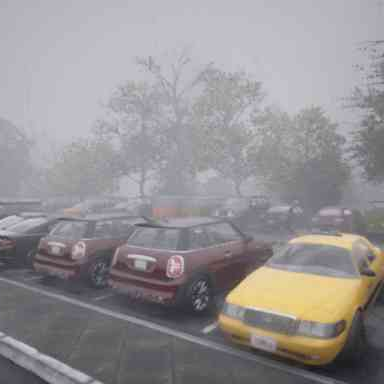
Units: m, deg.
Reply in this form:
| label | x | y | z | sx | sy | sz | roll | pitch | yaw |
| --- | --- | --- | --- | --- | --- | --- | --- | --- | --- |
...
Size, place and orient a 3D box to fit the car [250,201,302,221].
| label | x | y | z | sx | sy | sz | roll | pitch | yaw |
| --- | --- | --- | --- | --- | --- | --- | --- | --- | --- |
| car | 5.749 | 1.506 | 20.187 | 2.097 | 1.535 | 5.008 | 0 | 0 | 36 |

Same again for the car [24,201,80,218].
| label | x | y | z | sx | sy | sz | roll | pitch | yaw |
| --- | --- | --- | --- | --- | --- | --- | --- | --- | --- |
| car | -14.495 | 1.741 | 34.700 | 2.231 | 1.521 | 4.892 | -1 | -1 | 36 |

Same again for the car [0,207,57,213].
| label | x | y | z | sx | sy | sz | roll | pitch | yaw |
| --- | --- | --- | --- | --- | --- | --- | --- | --- | --- |
| car | -6.482 | 1.555 | 12.872 | 2.002 | 1.452 | 4.674 | 0 | 0 | 36 |

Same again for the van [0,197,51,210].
| label | x | y | z | sx | sy | sz | roll | pitch | yaw |
| --- | --- | --- | --- | --- | --- | --- | --- | --- | --- |
| van | -8.808 | 1.293 | 14.392 | 1.878 | 1.987 | 4.442 | 0 | 0 | 36 |

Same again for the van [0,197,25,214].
| label | x | y | z | sx | sy | sz | roll | pitch | yaw |
| --- | --- | --- | --- | --- | --- | --- | --- | --- | --- |
| van | -23.432 | 1.705 | 41.257 | 1.878 | 1.987 | 4.442 | -1 | -1 | 36 |

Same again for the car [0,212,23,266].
| label | x | y | z | sx | sy | sz | roll | pitch | yaw |
| --- | --- | --- | --- | --- | --- | --- | --- | --- | --- |
| car | -4.230 | 1.512 | 11.248 | 2.097 | 1.535 | 5.008 | 0 | 0 | 36 |

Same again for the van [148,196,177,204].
| label | x | y | z | sx | sy | sz | roll | pitch | yaw |
| --- | --- | --- | --- | --- | --- | --- | --- | --- | --- |
| van | -0.934 | 1.290 | 25.128 | 1.878 | 1.987 | 4.442 | 0 | 0 | 36 |

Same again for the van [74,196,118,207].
| label | x | y | z | sx | sy | sz | roll | pitch | yaw |
| --- | --- | --- | --- | --- | --- | --- | --- | --- | --- |
| van | -7.811 | 1.371 | 29.771 | 1.878 | 1.987 | 4.442 | -1 | -1 | 36 |

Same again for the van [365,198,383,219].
| label | x | y | z | sx | sy | sz | roll | pitch | yaw |
| --- | --- | --- | --- | --- | --- | --- | --- | --- | --- |
| van | 10.222 | 1.274 | 17.131 | 1.878 | 1.987 | 4.442 | 0 | 0 | 36 |

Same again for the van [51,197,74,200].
| label | x | y | z | sx | sy | sz | roll | pitch | yaw |
| --- | --- | --- | --- | --- | --- | --- | --- | --- | --- |
| van | -12.176 | 1.466 | 33.188 | 1.878 | 1.987 | 4.442 | -1 | -1 | 36 |

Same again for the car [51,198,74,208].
| label | x | y | z | sx | sy | sz | roll | pitch | yaw |
| --- | --- | --- | --- | --- | --- | --- | --- | --- | --- |
| car | -10.097 | 1.641 | 31.326 | 1.946 | 1.575 | 5.366 | -1 | -1 | 36 |

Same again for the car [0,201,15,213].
| label | x | y | z | sx | sy | sz | roll | pitch | yaw |
| --- | --- | --- | --- | --- | --- | --- | --- | --- | --- |
| car | -25.752 | 1.979 | 42.769 | 2.231 | 1.521 | 4.892 | -1 | -1 | 36 |

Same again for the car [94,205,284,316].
| label | x | y | z | sx | sy | sz | roll | pitch | yaw |
| --- | --- | --- | --- | --- | --- | --- | --- | --- | --- |
| car | 0.267 | 1.380 | 7.992 | 2.185 | 1.767 | 4.553 | 0 | 0 | 36 |

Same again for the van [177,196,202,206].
| label | x | y | z | sx | sy | sz | roll | pitch | yaw |
| --- | --- | --- | --- | --- | --- | --- | --- | --- | --- |
| van | 1.216 | 1.287 | 23.587 | 1.878 | 1.987 | 4.442 | 0 | 0 | 36 |

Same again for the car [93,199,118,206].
| label | x | y | z | sx | sy | sz | roll | pitch | yaw |
| --- | --- | --- | --- | --- | --- | --- | --- | --- | --- |
| car | -5.485 | 1.549 | 28.254 | 2.097 | 1.535 | 5.008 | -1 | -1 | 36 |

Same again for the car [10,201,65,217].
| label | x | y | z | sx | sy | sz | roll | pitch | yaw |
| --- | --- | --- | --- | --- | --- | --- | --- | --- | --- |
| car | -16.746 | 1.787 | 36.314 | 2.097 | 1.535 | 5.008 | -1 | -1 | 36 |

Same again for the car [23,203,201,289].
| label | x | y | z | sx | sy | sz | roll | pitch | yaw |
| --- | --- | --- | --- | --- | --- | --- | --- | --- | --- |
| car | -1.989 | 1.383 | 9.609 | 2.185 | 1.767 | 4.553 | 0 | 0 | 36 |

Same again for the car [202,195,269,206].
| label | x | y | z | sx | sy | sz | roll | pitch | yaw |
| --- | --- | --- | --- | --- | --- | --- | --- | --- | --- |
| car | 3.383 | 1.258 | 21.855 | 2.435 | 2.045 | 5.566 | 0 | 0 | 36 |

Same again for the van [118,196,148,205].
| label | x | y | z | sx | sy | sz | roll | pitch | yaw |
| --- | --- | --- | --- | --- | --- | --- | --- | --- | --- |
| van | -3.429 | 1.293 | 26.630 | 1.878 | 1.987 | 4.442 | -1 | 0 | 36 |

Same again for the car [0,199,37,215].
| label | x | y | z | sx | sy | sz | roll | pitch | yaw |
| --- | --- | --- | --- | --- | --- | --- | --- | --- | --- |
| car | -21.266 | 1.757 | 39.522 | 2.185 | 1.767 | 4.553 | -1 | -1 | 36 |

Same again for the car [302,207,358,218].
| label | x | y | z | sx | sy | sz | roll | pitch | yaw |
| --- | --- | --- | --- | --- | --- | --- | --- | --- | --- |
| car | 8.004 | 1.543 | 18.575 | 2.002 | 1.452 | 4.674 | 0 | 0 | 36 |

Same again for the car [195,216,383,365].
| label | x | y | z | sx | sy | sz | roll | pitch | yaw |
| --- | --- | --- | --- | --- | --- | --- | --- | --- | --- |
| car | 2.434 | 1.499 | 6.249 | 1.946 | 1.575 | 5.366 | 0 | 0 | 36 |

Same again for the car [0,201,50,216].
| label | x | y | z | sx | sy | sz | roll | pitch | yaw |
| --- | --- | --- | --- | --- | --- | --- | --- | --- | --- |
| car | -19.099 | 1.837 | 38.001 | 2.097 | 1.535 | 5.008 | -1 | -1 | 36 |
